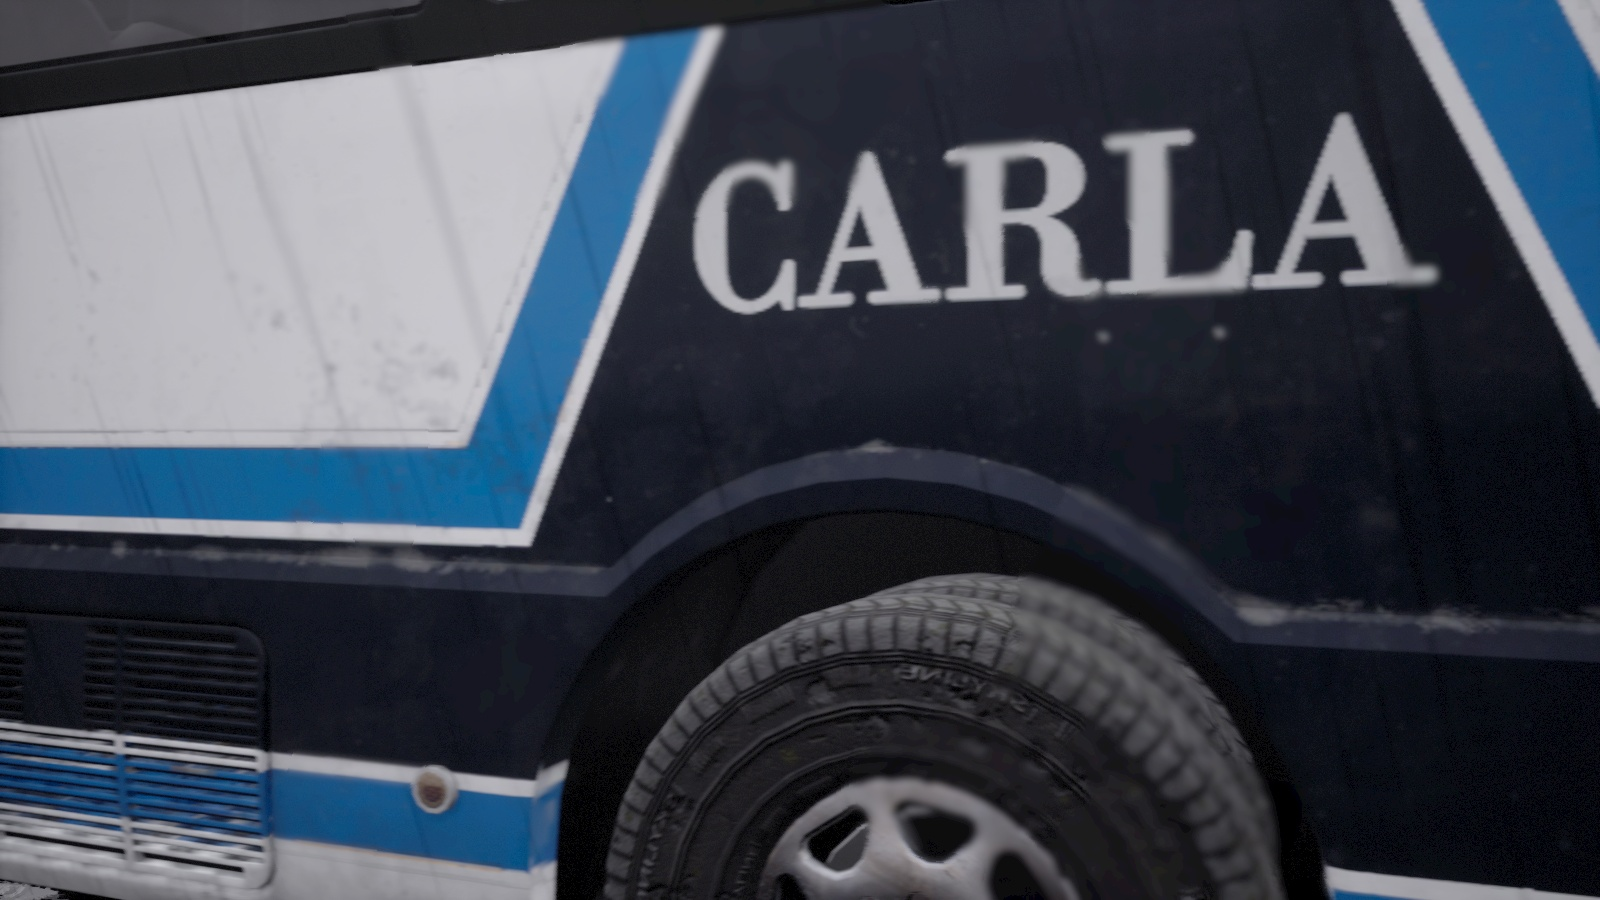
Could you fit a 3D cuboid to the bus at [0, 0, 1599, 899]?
[{"bbox_3d":[-1.811,-0.629,4.495,10.273,4.253,3.944,1,1,20],"label":"bus"}]
